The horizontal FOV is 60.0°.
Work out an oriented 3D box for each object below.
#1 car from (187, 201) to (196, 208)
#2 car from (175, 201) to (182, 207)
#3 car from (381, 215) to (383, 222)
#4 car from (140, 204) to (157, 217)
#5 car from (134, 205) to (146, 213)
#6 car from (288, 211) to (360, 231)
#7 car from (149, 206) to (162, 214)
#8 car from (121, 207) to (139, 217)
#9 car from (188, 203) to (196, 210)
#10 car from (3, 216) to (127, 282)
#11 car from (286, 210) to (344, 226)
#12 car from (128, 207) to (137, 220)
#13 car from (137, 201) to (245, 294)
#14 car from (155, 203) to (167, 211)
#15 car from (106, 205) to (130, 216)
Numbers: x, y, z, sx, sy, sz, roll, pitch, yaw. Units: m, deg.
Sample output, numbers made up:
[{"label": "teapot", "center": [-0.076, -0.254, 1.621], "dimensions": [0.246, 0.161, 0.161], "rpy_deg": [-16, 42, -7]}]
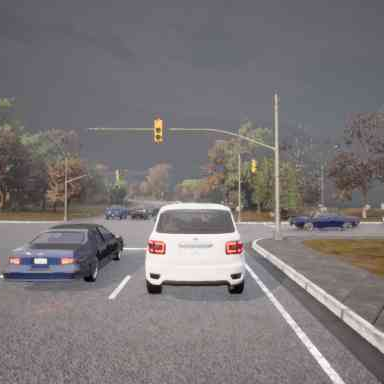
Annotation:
[{"label": "car", "center": [-0.161, 3.287, 87.779], "dimensions": [1.837, 1.490, 4.892], "rpy_deg": [0, 0, -3]}, {"label": "car", "center": [-3.637, 3.093, 87.424], "dimensions": [1.882, 1.535, 5.008], "rpy_deg": [0, 0, -3]}, {"label": "car", "center": [21.401, 2.505, 33.008], "dimensions": [4.902, 1.511, 2.128], "rpy_deg": [0, -3, -3]}, {"label": "car", "center": [-7.117, 3.007, 55.304], "dimensions": [2.150, 2.045, 5.566], "rpy_deg": [0, -1, 0]}, {"label": "car", "center": [-10.543, 3.481, 67.710], "dimensions": [1.895, 1.301, 4.718], "rpy_deg": [0, 0, 0]}, {"label": "car", "center": [9.943, 2.274, 25.392], "dimensions": [4.718, 1.301, 1.895], "rpy_deg": [0, -3, -1]}, {"label": "car", "center": [-7.072, 3.481, 65.226], "dimensions": [1.895, 1.301, 4.718], "rpy_deg": [0, 0, 1]}, {"label": "car", "center": [-10.606, 3.369, 57.427], "dimensions": [2.033, 1.411, 5.357], "rpy_deg": [0, -1, 1]}, {"label": "car", "center": [-0.038, 3.332, 77.628], "dimensions": [1.837, 1.490, 4.892], "rpy_deg": [0, 0, 0]}, {"label": "car", "center": [-3.422, 1.664, 10.015], "dimensions": [2.033, 1.411, 5.357], "rpy_deg": [0, -1, 0]}, {"label": "car", "center": [11.980, 2.488, 32.640], "dimensions": [4.902, 1.511, 2.128], "rpy_deg": [0, -3, -1]}, {"label": "car", "center": [-7.109, 3.144, 45.776], "dimensions": [1.895, 1.301, 4.718], "rpy_deg": [0, -2, -1]}, {"label": "car", "center": [0.078, 1.320, 9.162], "dimensions": [2.150, 2.045, 5.566], "rpy_deg": [0, -1, 0]}, {"label": "car", "center": [-7.037, 3.381, 75.923], "dimensions": [2.033, 1.411, 5.357], "rpy_deg": [0, 0, 0]}, {"label": "car", "center": [-10.631, 2.808, 47.134], "dimensions": [2.150, 2.045, 5.566], "rpy_deg": [0, -2, -2]}]
